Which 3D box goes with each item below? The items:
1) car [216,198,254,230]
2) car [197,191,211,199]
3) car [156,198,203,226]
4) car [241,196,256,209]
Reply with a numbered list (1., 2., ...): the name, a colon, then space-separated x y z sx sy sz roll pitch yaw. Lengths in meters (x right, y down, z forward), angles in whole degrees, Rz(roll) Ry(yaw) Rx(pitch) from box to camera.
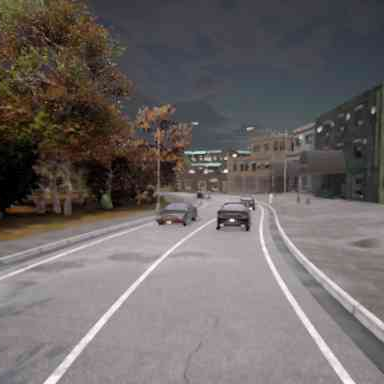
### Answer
1. car: 2.678 1.382 20.619 1.882 1.535 5.008 1 1 11
2. car: 2.213 0.606 62.880 2.128 1.511 4.902 0 2 -13
3. car: -0.817 1.386 22.279 2.033 1.411 5.357 1 1 12
4. car: 6.334 1.197 38.701 1.812 1.442 4.674 1 1 9
